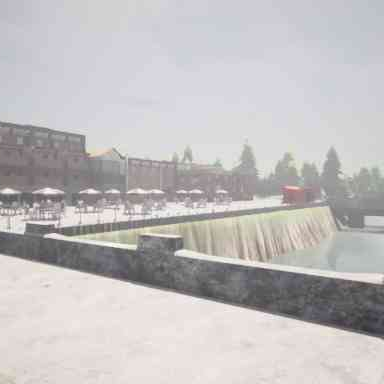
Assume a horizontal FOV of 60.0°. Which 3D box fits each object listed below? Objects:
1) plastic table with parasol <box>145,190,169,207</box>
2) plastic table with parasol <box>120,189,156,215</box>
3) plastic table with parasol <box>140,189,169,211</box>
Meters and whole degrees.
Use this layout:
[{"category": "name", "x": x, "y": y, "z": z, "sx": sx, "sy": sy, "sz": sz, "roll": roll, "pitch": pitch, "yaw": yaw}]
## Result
[{"category": "plastic table with parasol", "x": -5.214, "y": 0.924, "z": 49.162, "sx": 2.482, "sy": 2.480, "sz": 2.482, "roll": 0, "pitch": 0, "yaw": 35}, {"category": "plastic table with parasol", "x": -5.263, "y": 0.924, "z": 32.485, "sx": 2.482, "sy": 2.480, "sz": 2.482, "roll": 0, "pitch": 0, "yaw": 35}, {"category": "plastic table with parasol", "x": -4.504, "y": 0.924, "z": 40.174, "sx": 2.482, "sy": 2.480, "sz": 2.482, "roll": 0, "pitch": 0, "yaw": 35}]
